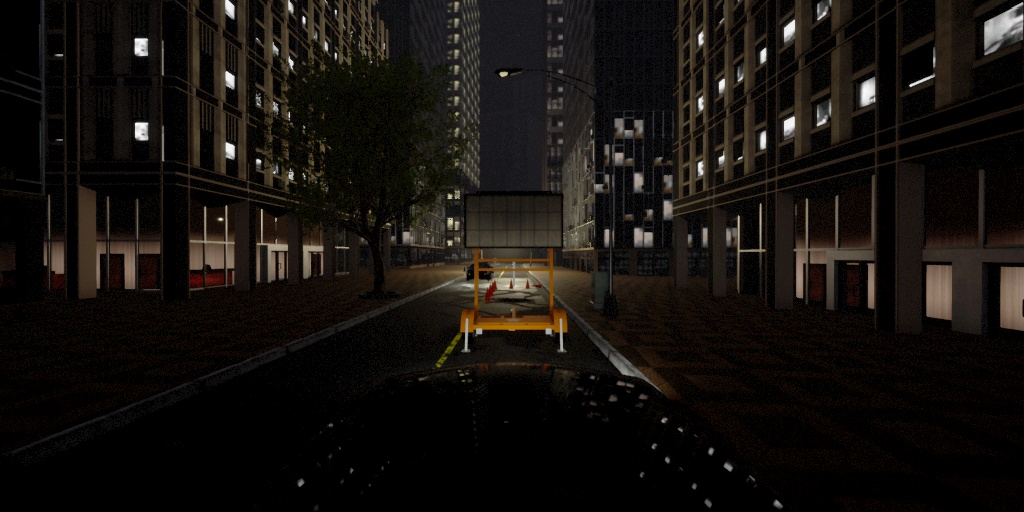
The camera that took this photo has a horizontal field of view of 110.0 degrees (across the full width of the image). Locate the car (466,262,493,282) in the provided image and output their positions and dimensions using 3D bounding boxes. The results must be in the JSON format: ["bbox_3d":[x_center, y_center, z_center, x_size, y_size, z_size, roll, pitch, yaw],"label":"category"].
[{"bbox_3d":[-2.587,1.240,29.215,1.882,1.535,5.008,0,0,0],"label":"car"}]

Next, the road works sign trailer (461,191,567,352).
[{"bbox_3d":[0.047,0.214,8.878,2.380,3.560,2.880,0,0,0],"label":"road works sign trailer"}]
